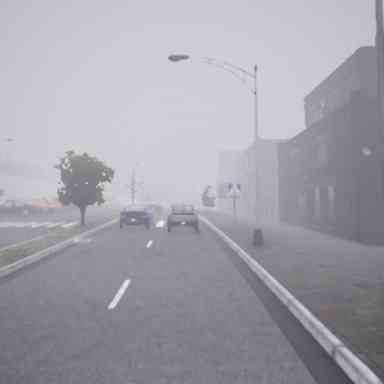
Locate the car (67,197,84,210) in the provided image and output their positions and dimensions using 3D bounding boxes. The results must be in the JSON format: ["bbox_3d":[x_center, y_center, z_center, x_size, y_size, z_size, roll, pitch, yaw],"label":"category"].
[{"bbox_3d":[-19.091,1.709,48.520,5.566,2.045,2.435,0,-2,-23],"label":"car"}]

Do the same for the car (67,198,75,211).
[{"bbox_3d":[-18.960,1.931,45.524,4.674,1.452,2.002,0,-1,-23],"label":"car"}]

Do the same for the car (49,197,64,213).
[{"bbox_3d":[-18.478,1.768,39.662,5.366,1.575,1.946,0,-1,-23],"label":"car"}]

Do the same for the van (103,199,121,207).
[{"bbox_3d":[-21.031,2.912,87.195,4.442,1.987,1.878,0,-2,-23],"label":"van"}]

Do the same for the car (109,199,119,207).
[{"bbox_3d":[-20.499,2.853,78.296,5.366,1.575,1.946,0,-2,-23],"label":"car"}]

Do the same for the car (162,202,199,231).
[{"bbox_3d":[-0.599,1.568,21.094,2.128,1.511,4.902,0,0,-3],"label":"car"}]

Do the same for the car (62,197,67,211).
[{"bbox_3d":[-18.832,1.704,42.546,4.553,1.767,2.185,0,-1,-23],"label":"car"}]

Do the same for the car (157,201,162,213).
[{"bbox_3d":[-4.721,1.886,42.608,1.812,1.442,4.674,0,-1,-3],"label":"car"}]

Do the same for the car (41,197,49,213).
[{"bbox_3d":[-18.523,1.596,36.603,4.553,1.767,2.185,0,-1,-23],"label":"car"}]

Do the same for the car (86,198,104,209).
[{"bbox_3d":[-20.060,2.383,63.280,5.366,1.575,1.946,0,-2,-23],"label":"car"}]

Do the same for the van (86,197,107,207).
[{"bbox_3d":[-19.944,2.254,66.386,4.442,1.987,1.878,0,-2,-23],"label":"van"}]

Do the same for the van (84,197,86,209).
[{"bbox_3d":[-19.165,1.808,51.522,4.442,1.987,1.878,0,-2,-23],"label":"van"}]

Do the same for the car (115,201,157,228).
[{"bbox_3d":[-3.677,1.561,22.631,1.882,1.535,5.008,0,0,-3],"label":"car"}]

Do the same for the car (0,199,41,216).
[{"bbox_3d":[-18.328,1.677,33.640,5.008,1.535,2.097,0,-1,-23],"label":"car"}]

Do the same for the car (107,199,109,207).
[{"bbox_3d":[-20.233,2.448,69.296,4.553,1.767,2.185,0,-2,-23],"label":"car"}]

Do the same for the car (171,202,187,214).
[{"bbox_3d":[-1.646,1.938,41.280,1.895,1.301,4.718,0,-1,-3],"label":"car"}]

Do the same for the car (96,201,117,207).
[{"bbox_3d":[-20.827,2.990,81.194,4.674,1.452,2.002,0,-2,-23],"label":"car"}]

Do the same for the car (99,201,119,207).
[{"bbox_3d":[-20.975,3.083,84.163,4.674,1.452,2.002,0,-2,-23],"label":"car"}]
